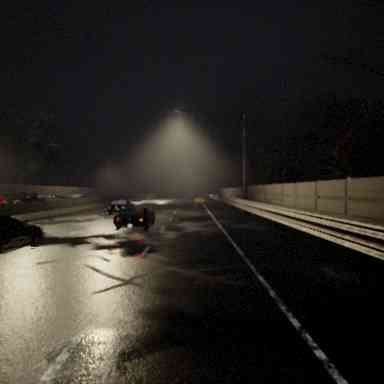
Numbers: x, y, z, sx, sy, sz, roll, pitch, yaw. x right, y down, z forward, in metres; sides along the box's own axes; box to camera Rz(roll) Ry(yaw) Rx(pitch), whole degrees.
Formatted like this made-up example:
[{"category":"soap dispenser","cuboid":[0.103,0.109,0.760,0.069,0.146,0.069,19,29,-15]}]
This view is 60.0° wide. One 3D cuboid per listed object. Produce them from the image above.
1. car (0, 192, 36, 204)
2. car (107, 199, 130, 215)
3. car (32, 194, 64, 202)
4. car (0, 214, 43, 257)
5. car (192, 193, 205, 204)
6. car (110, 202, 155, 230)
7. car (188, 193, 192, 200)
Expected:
[{"category":"car","cuboid":[-21.017,1.074,41.105,2.150,2.045,5.566,0,0,0]},{"category":"car","cuboid":[-6.846,1.429,32.547,2.033,1.411,5.357,0,0,0]},{"category":"car","cuboid":[-17.516,1.340,41.783,2.128,1.511,4.902,0,0,0]},{"category":"car","cuboid":[-6.881,1.481,11.405,1.812,1.442,4.674,0,0,0]},{"category":"car","cuboid":[1.319,1.264,57.973,1.801,1.575,5.366,0,0,0]},{"category":"car","cuboid":[-3.367,1.525,20.321,1.895,1.301,4.718,0,0,0]},{"category":"car","cuboid":[0.124,1.236,76.341,1.812,1.442,4.674,0,0,0]}]
